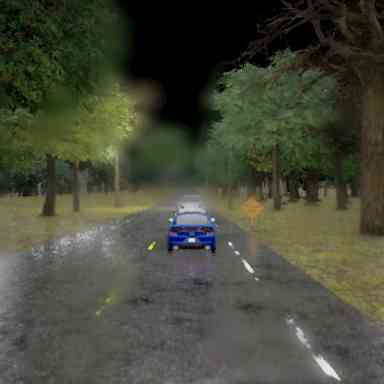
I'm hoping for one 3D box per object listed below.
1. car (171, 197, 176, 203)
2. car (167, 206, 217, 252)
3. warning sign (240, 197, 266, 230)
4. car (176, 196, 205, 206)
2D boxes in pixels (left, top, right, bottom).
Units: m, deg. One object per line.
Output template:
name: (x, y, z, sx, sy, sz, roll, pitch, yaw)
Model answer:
car: (-3.526, 1.711, 70.919, 1.895, 1.301, 4.718, 0, 0, 0)
car: (-0.001, 1.585, 14.462, 1.882, 1.535, 5.008, 0, 0, 0)
warning sign: (3.553, 1.247, 19.565, 1.300, 1.860, 1.060, 1, 0, 0)
car: (-0.010, 1.373, 29.015, 2.150, 2.045, 5.566, 0, 0, 0)
